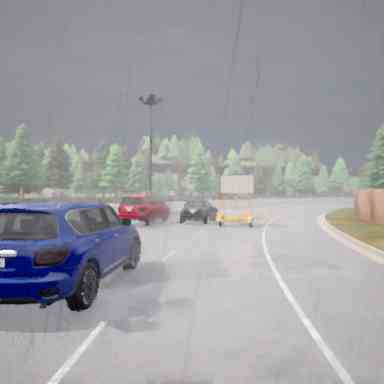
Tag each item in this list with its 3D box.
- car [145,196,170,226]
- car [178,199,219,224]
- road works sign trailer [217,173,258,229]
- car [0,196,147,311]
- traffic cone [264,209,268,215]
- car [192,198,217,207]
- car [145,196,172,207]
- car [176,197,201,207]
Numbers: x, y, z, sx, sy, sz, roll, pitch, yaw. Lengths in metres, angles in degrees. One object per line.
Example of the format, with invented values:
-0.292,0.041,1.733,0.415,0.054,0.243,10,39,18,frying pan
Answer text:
-3.391,1.274,24.194,2.150,2.045,5.566,0,0,15,car
0.648,1.422,25.418,2.097,1.767,4.553,0,0,16,car
3.109,0.537,22.744,2.380,3.560,2.880,0,0,19,road works sign trailer
-2.867,1.233,7.999,2.150,2.045,5.566,0,0,6,car
7.781,2.077,34.880,0.340,0.580,0.340,0,0,19,traffic cone
2.076,1.677,53.975,1.812,1.442,4.674,0,0,33,car
-5.532,1.479,54.888,2.097,1.767,4.553,0,0,31,car
-0.591,1.652,56.306,1.837,1.490,4.892,0,0,33,car
